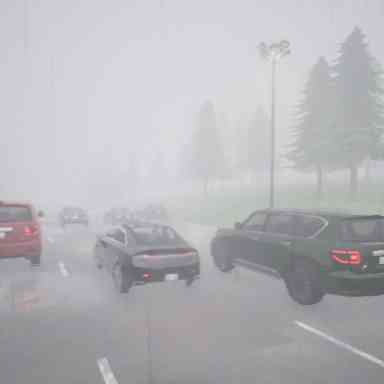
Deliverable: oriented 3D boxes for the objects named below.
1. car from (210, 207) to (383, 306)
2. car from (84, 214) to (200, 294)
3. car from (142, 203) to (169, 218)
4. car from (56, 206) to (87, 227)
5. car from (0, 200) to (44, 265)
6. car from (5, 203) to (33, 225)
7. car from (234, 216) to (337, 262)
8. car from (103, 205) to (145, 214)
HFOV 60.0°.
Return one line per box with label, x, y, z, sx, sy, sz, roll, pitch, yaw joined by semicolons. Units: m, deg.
car;2.583;1.414;8.894;2.150;2.045;5.566;1;-1;-26
car;-1.481;1.609;9.261;2.128;1.511;4.902;1;-1;-26
car;-3.774;1.732;30.071;2.097;1.767;4.553;1;-1;-26
car;-8.822;1.748;24.423;2.033;1.411;5.357;1;-1;-26
car;-6.458;1.279;11.556;2.150;2.045;5.566;1;-1;-26
car;-13.752;1.665;26.561;1.812;1.442;4.674;2;-1;-26
car;3.825;1.858;14.372;1.994;1.385;4.181;1;-1;-26
car;-5.677;1.831;25.957;2.033;1.411;5.357;1;-1;-26
